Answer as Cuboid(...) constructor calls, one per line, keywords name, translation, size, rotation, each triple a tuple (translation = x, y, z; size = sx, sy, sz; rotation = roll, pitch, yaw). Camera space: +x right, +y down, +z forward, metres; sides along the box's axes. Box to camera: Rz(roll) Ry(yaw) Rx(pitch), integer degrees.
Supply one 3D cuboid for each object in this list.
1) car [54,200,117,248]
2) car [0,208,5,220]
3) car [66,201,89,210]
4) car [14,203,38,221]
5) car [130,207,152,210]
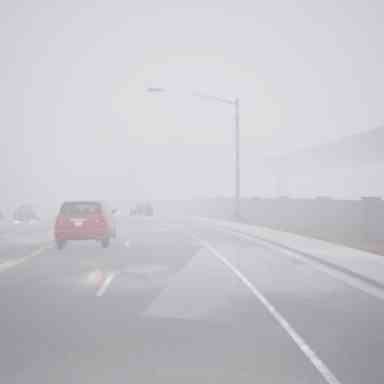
Cuboid(name="car", translation=(-4.863, 1.390, 15.765), size=(2.150, 2.045, 5.566), rotation=(0, -1, -9))
Cuboid(name="car", translation=(-22.453, 2.428, 37.765), size=(1.994, 1.385, 4.181), rotation=(0, -2, -26))
Cuboid(name="car", translation=(-20.882, 2.406, 60.441), size=(1.801, 1.575, 5.366), rotation=(0, -1, -43))
Cuboid(name="car", translation=(-17.774, 2.106, 35.742), size=(2.097, 1.767, 4.553), rotation=(0, -1, -23))
Cuboid(name="car", translation=(-4.812, 1.656, 31.315), size=(2.128, 1.511, 4.902), rotation=(0, -1, -17))
